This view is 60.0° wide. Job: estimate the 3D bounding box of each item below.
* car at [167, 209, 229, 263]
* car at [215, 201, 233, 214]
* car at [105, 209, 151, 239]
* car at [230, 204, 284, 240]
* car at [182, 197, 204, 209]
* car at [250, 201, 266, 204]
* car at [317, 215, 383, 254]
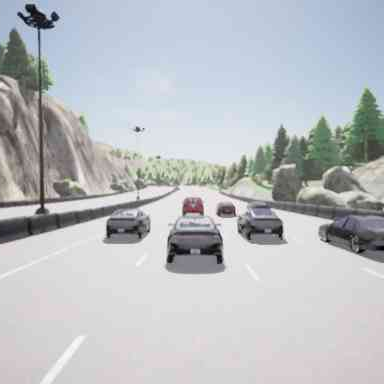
[{"bbox_3d":[0.102,1.604,12.445,2.128,1.511,4.902,0,-1,0],"label":"car"},{"bbox_3d":[3.605,1.748,36.146,1.882,1.535,5.008,0,0,0],"label":"car"},{"bbox_3d":[-3.398,1.657,18.357,2.128,1.511,4.902,0,-1,0],"label":"car"},{"bbox_3d":[3.603,1.655,18.159,2.128,1.511,4.902,0,-1,0],"label":"car"},{"bbox_3d":[0.105,1.488,34.606,2.150,2.045,5.566,0,0,0],"label":"car"},{"bbox_3d":[7.105,1.748,36.042,1.882,1.535,5.008,0,0,0],"label":"car"},{"bbox_3d":[7.102,1.674,13.993,2.033,1.411,5.357,0,0,0],"label":"car"}]
